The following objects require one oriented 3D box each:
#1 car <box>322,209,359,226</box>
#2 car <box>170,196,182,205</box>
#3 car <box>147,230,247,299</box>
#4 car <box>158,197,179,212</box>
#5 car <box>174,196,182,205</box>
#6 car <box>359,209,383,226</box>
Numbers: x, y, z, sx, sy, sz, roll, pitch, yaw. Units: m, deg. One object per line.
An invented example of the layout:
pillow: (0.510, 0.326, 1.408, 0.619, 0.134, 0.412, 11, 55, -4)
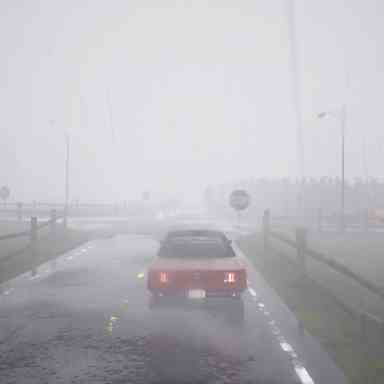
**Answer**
car: (12.582, 1.947, 25.844, 4.718, 1.301, 1.895, 1, -1, 2)
car: (-2.878, 1.520, 60.041, 1.882, 1.535, 5.008, 0, 0, 1)
car: (0.094, 1.602, 8.376, 1.895, 1.301, 4.718, 0, 0, 0)
car: (-2.888, 1.582, 39.326, 1.994, 1.385, 4.181, 0, 0, -1)
car: (-2.886, 1.577, 49.578, 2.033, 1.411, 5.357, 0, 0, 0)
car: (14.604, 1.836, 22.826, 5.008, 1.535, 1.882, 1, -1, 0)
